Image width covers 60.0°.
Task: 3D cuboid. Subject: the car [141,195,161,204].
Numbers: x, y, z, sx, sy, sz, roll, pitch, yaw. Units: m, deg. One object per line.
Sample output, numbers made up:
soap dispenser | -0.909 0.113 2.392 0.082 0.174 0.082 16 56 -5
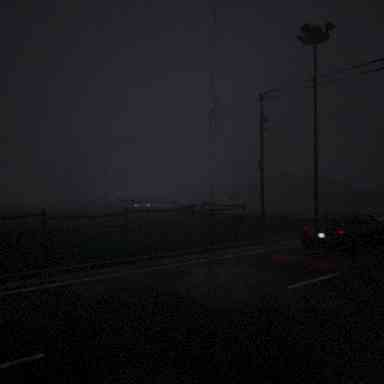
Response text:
car | -7.636 1.276 56.104 1.994 1.385 4.181 -1 0 -36

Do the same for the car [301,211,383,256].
car | 6.034 1.432 12.593 4.181 1.385 1.994 -1 1 -37

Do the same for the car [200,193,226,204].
car | 3.303 0.986 52.964 2.097 1.767 4.553 -1 1 -36

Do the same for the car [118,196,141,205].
car | -10.493 1.314 54.082 1.994 1.385 4.181 -1 0 -36

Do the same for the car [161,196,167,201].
car | -7.199 1.236 67.495 2.033 1.411 5.357 -1 0 -36
